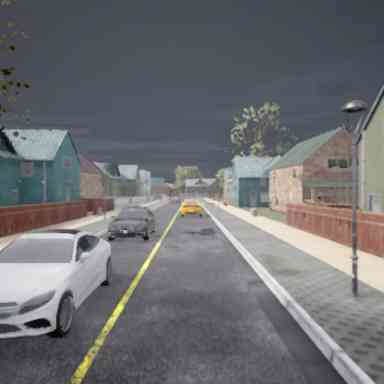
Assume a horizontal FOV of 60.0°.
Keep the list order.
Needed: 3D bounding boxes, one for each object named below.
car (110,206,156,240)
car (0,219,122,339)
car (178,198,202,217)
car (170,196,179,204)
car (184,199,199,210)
[{"bbox_3d":[-2.921,1.511,16.948,1.837,1.490,4.892,0,0,0],"label":"car"},{"bbox_3d":[-2.878,1.532,6.777,1.812,1.442,4.674,0,0,-1],"label":"car"},{"bbox_3d":[-0.058,1.479,31.578,1.882,1.535,5.008,0,0,0],"label":"car"},{"bbox_3d":[-3.101,1.537,62.833,1.812,1.442,4.674,0,0,0],"label":"car"},{"bbox_3d":[-0.121,1.604,44.434,1.895,1.301,4.718,0,0,0],"label":"car"}]
